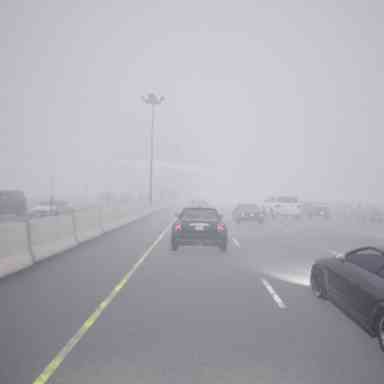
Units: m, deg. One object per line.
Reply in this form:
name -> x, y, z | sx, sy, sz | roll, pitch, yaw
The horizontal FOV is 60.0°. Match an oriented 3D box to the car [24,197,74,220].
car -> -10.167, 1.236, 24.478 | 1.812, 1.442, 4.674 | 1, 0, 1

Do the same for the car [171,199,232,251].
car -> 0.315, 1.311, 14.069 | 2.097, 1.767, 4.553 | 1, 0, 1

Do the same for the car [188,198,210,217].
car -> 0.674, 1.386, 31.345 | 1.882, 1.535, 5.008 | 1, 0, 1

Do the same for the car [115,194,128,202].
car -> -12.760, 1.191, 64.012 | 2.097, 1.767, 4.553 | 1, -1, 2

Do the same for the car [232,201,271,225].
car -> 4.024, 1.547, 24.442 | 2.033, 1.411, 5.357 | 1, 0, 1

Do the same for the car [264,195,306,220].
car -> 7.624, 1.280, 28.719 | 2.150, 2.045, 5.566 | 1, 0, 1

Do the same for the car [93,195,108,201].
car -> -19.595, 1.271, 71.699 | 1.994, 1.385, 4.181 | 1, -1, 1

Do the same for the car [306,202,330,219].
car -> 11.144, 1.650, 30.566 | 1.812, 1.442, 4.674 | 1, 0, 1

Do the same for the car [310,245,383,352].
car -> 3.626, 1.619, 5.827 | 1.994, 1.385, 4.181 | 1, 0, 1
